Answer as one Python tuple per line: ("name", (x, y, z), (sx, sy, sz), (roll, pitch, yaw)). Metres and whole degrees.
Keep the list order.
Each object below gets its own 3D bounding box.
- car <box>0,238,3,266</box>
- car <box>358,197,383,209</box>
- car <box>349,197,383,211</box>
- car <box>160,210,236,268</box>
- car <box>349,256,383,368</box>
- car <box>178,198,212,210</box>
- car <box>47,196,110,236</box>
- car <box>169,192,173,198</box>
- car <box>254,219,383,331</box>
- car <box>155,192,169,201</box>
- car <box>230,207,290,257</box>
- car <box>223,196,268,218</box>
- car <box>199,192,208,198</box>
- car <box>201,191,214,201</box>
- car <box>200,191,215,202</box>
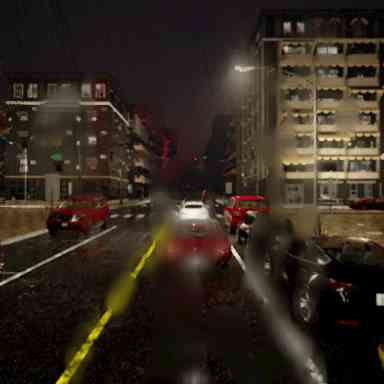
("car", (-5.676, 1.476, 6.631), (1.887, 1.381, 4.507), (1, 1, 0))
("car", (22.799, 1.315, 40.276), (4.313, 1.339, 1.947), (0, -1, 0))
("car", (17.284, 1.242, 31.884), (4.206, 1.307, 1.802), (0, -1, 0))
("car", (0.101, 1.490, 10.750), (1.895, 1.301, 4.718), (0, 1, 0))
("car", (2.705, 1.510, 1.380), (1.752, 1.417, 4.829), (1, 1, 0))
("car", (0.105, 1.310, 20.997), (1.812, 1.442, 4.674), (0, 1, 0))
("car", (-5.744, 1.135, 17.516), (2.192, 1.841, 5.009), (1, 1, 0))
("car", (-5.672, 0.676, 83.845), (1.752, 1.417, 4.829), (1, 1, 0))
("car", (2.704, 1.497, 6.650), (1.947, 1.339, 4.313), (1, 1, 0))
("car", (-5.795, 0.929, 61.233), (2.008, 1.369, 4.403), (1, 1, 0))
("car", (2.704, 1.441, 12.089), (1.947, 1.339, 4.313), (1, 1, 0))
("car", (2.782, 1.135, 17.522), (2.192, 1.841, 5.009), (1, 1, 0))
("car", (2.708, 0.771, 78.380), (1.947, 1.339, 4.313), (1, 1, 0))
("car", (2.833, 0.692, 61.295), (2.192, 1.841, 5.009), (1, 1, 0))
("car", (2.841, 0.750, 55.594), (2.192, 1.841, 5.009), (1, 1, 0))
